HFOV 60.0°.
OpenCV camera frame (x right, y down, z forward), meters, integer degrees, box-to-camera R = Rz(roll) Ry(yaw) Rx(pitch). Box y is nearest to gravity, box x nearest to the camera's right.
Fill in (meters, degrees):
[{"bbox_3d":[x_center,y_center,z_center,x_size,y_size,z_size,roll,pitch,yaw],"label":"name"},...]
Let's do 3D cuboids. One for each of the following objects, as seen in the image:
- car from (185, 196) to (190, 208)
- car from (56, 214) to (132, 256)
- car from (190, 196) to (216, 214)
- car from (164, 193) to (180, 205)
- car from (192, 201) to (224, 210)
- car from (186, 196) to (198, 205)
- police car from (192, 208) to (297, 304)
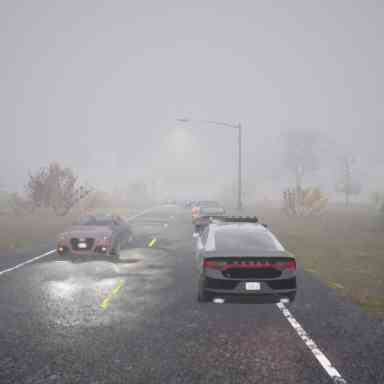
[{"bbox_3d":[0.039,1.524,45.475,1.895,1.301,4.718,0,0,0],"label":"car"},{"bbox_3d":[-3.597,1.553,12.889,1.994,1.385,4.181,0,0,0],"label":"car"},{"bbox_3d":[1.055,1.323,24.197,2.097,1.767,4.553,0,0,0],"label":"car"},{"bbox_3d":[-3.590,1.385,56.091,2.128,1.511,4.902,0,0,0],"label":"car"},{"bbox_3d":[1.053,1.487,18.225,1.837,1.490,4.892,0,0,0],"label":"car"},{"bbox_3d":[0.006,1.430,58.620,2.033,1.411,5.357,0,0,0],"label":"car"},{"bbox_3d":[1.052,1.419,8.334,1.930,1.638,5.238,0,0,0],"label":"police car"}]
